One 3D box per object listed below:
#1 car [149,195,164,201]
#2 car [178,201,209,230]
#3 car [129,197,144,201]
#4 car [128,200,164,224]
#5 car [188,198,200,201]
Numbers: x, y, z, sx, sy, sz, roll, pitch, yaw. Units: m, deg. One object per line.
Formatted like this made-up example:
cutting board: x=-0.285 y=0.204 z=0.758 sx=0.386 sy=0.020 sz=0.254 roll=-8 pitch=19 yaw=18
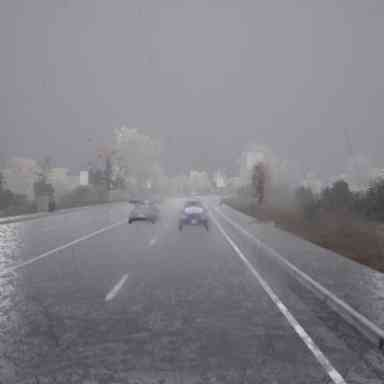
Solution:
car: x=-6.295 y=1.309 z=58.628 sx=2.097 sy=1.767 sz=4.553 roll=0 pitch=0 yaw=3
car: x=0.114 y=1.510 z=20.953 sx=1.812 sy=1.442 sz=4.674 roll=0 pitch=0 yaw=0
car: x=-9.790 y=1.558 z=58.728 sx=1.895 sy=1.301 sz=4.718 roll=0 pitch=0 yaw=3
car: x=-3.433 y=1.547 z=24.772 sx=1.994 sy=1.385 sz=4.181 roll=0 pitch=0 yaw=1
car: x=0.225 y=1.478 z=38.702 sx=1.837 sy=1.490 sz=4.892 roll=0 pitch=1 yaw=1
